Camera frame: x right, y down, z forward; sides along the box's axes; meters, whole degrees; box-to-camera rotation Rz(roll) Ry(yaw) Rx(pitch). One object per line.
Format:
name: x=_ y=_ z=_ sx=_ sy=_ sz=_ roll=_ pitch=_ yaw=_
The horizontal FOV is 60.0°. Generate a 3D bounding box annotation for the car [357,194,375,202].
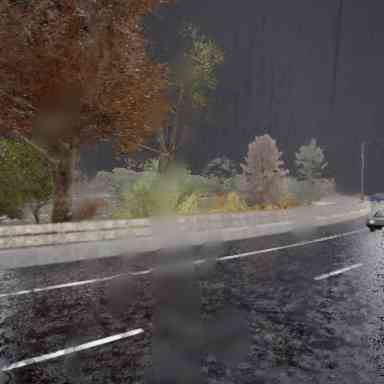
car: x=39.216 y=1.622 z=76.341 sx=2.128 sy=1.511 sz=4.902 roll=0 pitch=0 yaw=6

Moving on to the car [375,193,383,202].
car: x=42.679 y=1.317 z=75.843 sx=2.150 sy=2.045 sz=5.566 roll=0 pitch=0 yaw=6

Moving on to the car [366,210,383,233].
car: x=11.855 y=1.672 z=19.411 sx=1.895 sy=1.301 sz=4.718 roll=0 pitch=0 yaw=43
